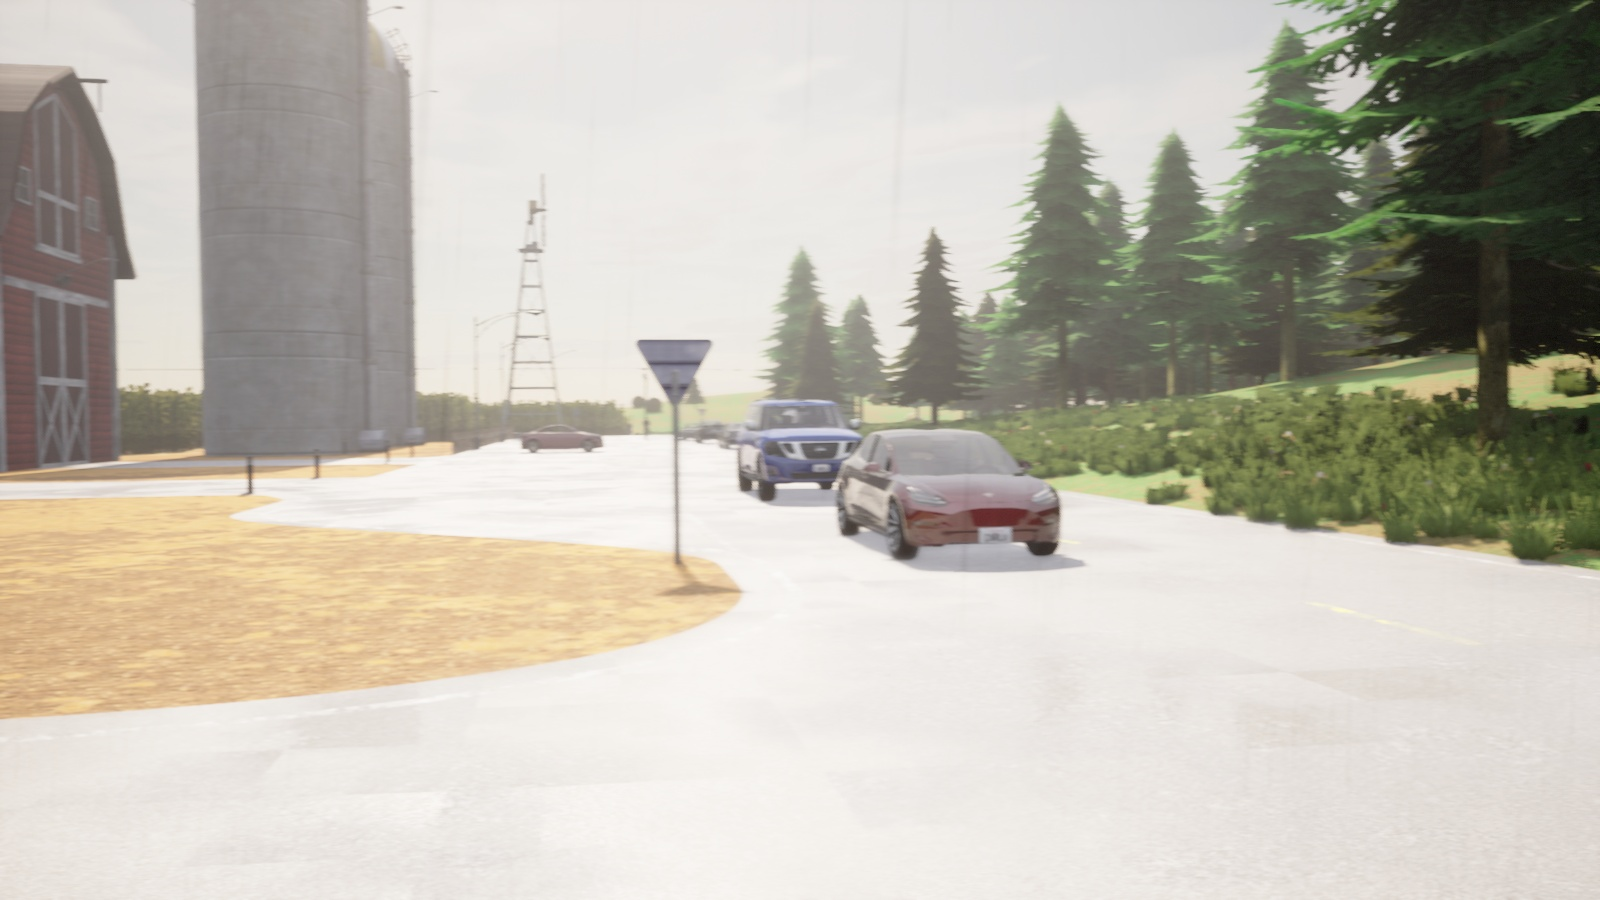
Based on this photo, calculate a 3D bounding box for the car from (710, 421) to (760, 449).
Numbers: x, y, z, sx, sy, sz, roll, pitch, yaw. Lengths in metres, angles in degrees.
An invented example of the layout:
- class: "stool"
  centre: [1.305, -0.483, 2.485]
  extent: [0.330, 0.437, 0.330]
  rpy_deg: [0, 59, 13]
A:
- class: "car"
  centre: [-3.473, -0.814, 66.140]
  extent: [2.033, 1.411, 5.357]
  rpy_deg: [0, 2, -10]

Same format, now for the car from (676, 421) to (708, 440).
- class: "car"
  centre: [-7.952, -1.445, 91.928]
  extent: [1.895, 1.301, 4.718]
  rpy_deg: [0, 2, -10]

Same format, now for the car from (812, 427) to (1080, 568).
- class: "car"
  centre: [1.649, 0.471, 16.203]
  extent: [2.163, 1.488, 4.792]
  rpy_deg: [0, 2, -10]

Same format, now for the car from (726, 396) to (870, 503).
- class: "car"
  centre: [-0.182, -0.089, 26.731]
  extent: [2.150, 2.045, 5.566]
  rpy_deg: [0, 2, -10]

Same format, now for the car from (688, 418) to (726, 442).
- class: "car"
  centre: [-5.999, -1.300, 80.677]
  extent: [2.007, 1.525, 4.514]
  rpy_deg: [0, 2, -10]
